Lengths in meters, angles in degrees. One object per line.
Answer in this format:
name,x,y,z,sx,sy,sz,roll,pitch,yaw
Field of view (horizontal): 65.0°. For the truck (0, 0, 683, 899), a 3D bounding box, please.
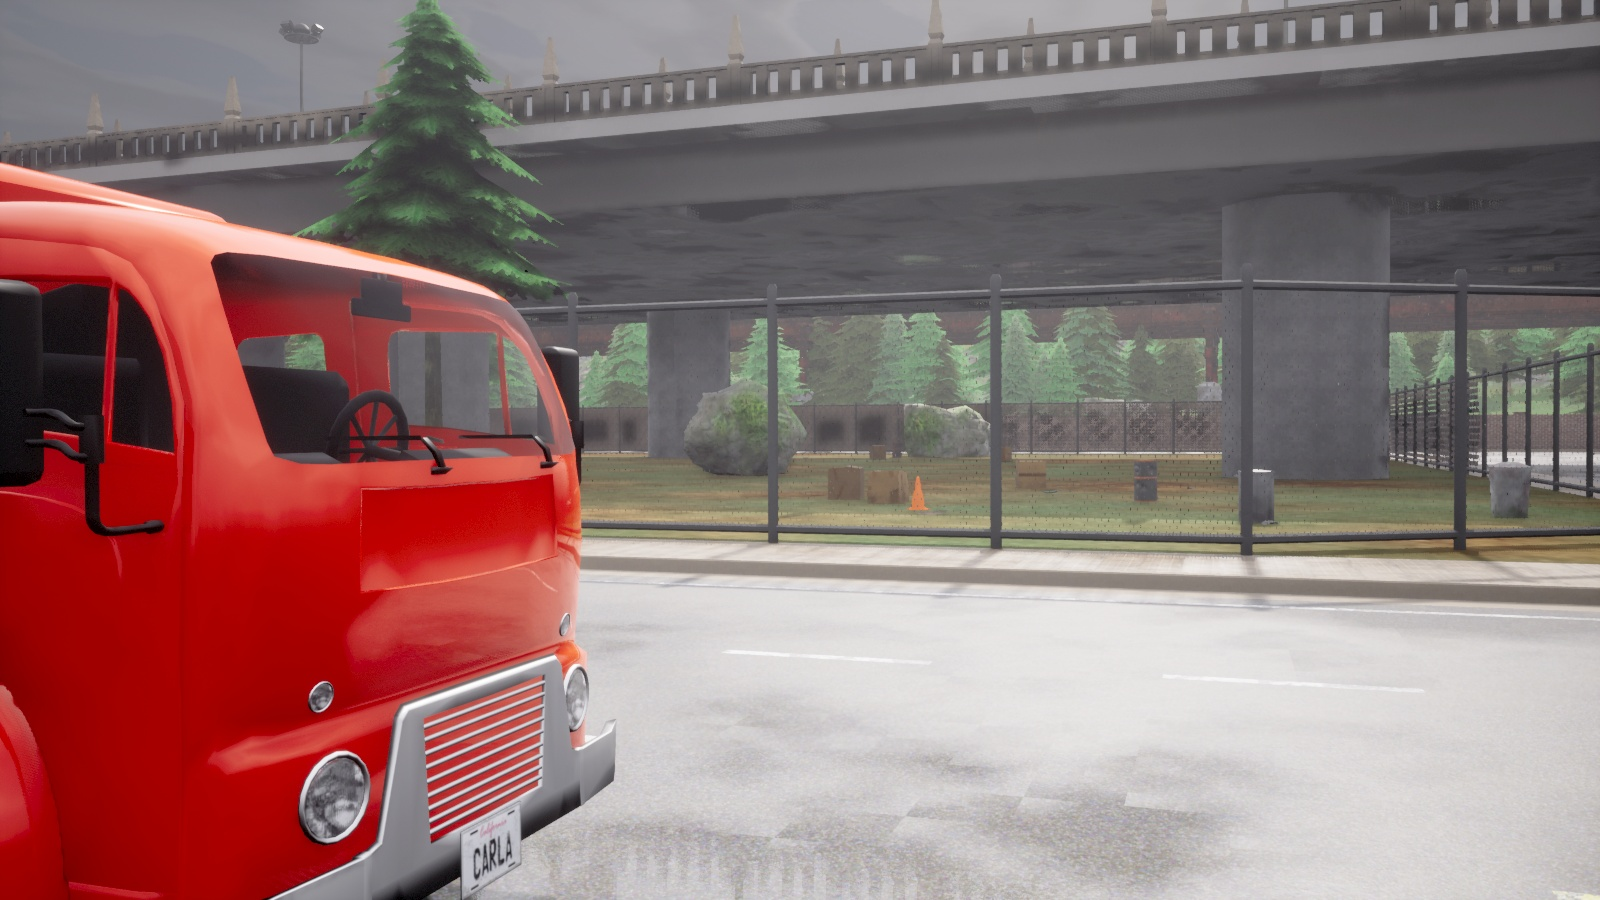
truck,-3.327,0.258,4.304,5.204,2.467,2.627,1,1,19
